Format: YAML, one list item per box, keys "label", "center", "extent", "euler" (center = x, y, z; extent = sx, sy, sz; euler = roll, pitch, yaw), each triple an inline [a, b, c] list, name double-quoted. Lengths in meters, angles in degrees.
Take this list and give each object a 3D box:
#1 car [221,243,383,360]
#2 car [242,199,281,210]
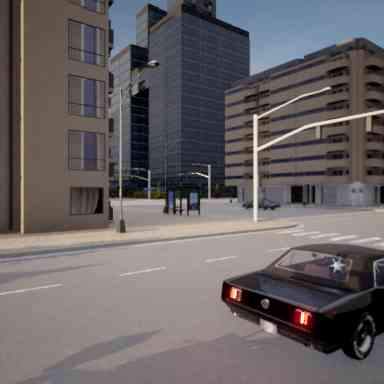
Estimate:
- label: "car"
  center: [2.866, 1.598, 5.959]
  extent: [4.718, 1.301, 1.895]
  euler: [0, 0, -36]
- label: "car"
  center: [8.975, 1.587, 43.403]
  extent: [2.033, 1.411, 5.357]
  euler: [0, 0, -37]
